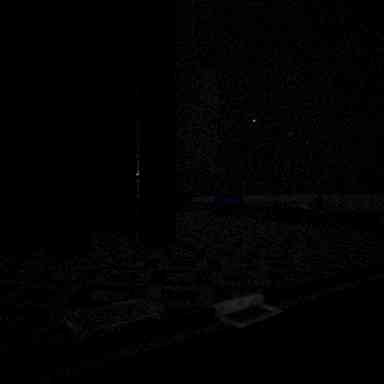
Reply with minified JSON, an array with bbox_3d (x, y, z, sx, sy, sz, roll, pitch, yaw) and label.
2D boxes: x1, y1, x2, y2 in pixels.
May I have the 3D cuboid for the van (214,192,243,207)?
[{"bbox_3d":[4.436,0.915,40.970,1.690,1.788,3.998,1,0,-35],"label":"van"}]

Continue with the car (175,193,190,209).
[{"bbox_3d":[-2.514,1.128,36.030,1.887,1.381,4.507,1,0,-35],"label":"car"}]

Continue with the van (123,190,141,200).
[{"bbox_3d":[-11.410,0.581,63.200,1.690,1.788,3.998,1,0,-35],"label":"van"}]

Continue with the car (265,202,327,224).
[{"bbox_3d":[6.991,1.356,22.695,2.008,1.369,4.403,1,0,-35],"label":"car"}]

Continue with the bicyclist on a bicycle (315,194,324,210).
[{"bbox_3d":[13.021,1.014,34.021,1.656,1.620,0.582,0,1,-35],"label":"bicyclist on a bicycle"}]

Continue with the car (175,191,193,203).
[{"bbox_3d":[-1.902,0.750,49.862,2.192,1.841,5.009,1,0,-35],"label":"car"}]

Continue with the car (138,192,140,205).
[{"bbox_3d":[-5.683,1.063,40.475,2.008,1.369,4.403,1,0,-35],"label":"car"}]
